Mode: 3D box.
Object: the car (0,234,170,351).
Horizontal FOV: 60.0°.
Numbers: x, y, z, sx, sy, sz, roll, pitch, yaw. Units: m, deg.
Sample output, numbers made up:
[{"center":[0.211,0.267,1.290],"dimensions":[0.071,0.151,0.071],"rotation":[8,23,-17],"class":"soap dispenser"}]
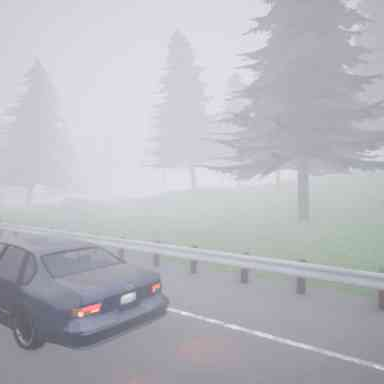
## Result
[{"center":[-2.904,1.532,6.199],"dimensions":[5.357,1.411,2.033],"rotation":[0,0,37],"class":"car"}]
